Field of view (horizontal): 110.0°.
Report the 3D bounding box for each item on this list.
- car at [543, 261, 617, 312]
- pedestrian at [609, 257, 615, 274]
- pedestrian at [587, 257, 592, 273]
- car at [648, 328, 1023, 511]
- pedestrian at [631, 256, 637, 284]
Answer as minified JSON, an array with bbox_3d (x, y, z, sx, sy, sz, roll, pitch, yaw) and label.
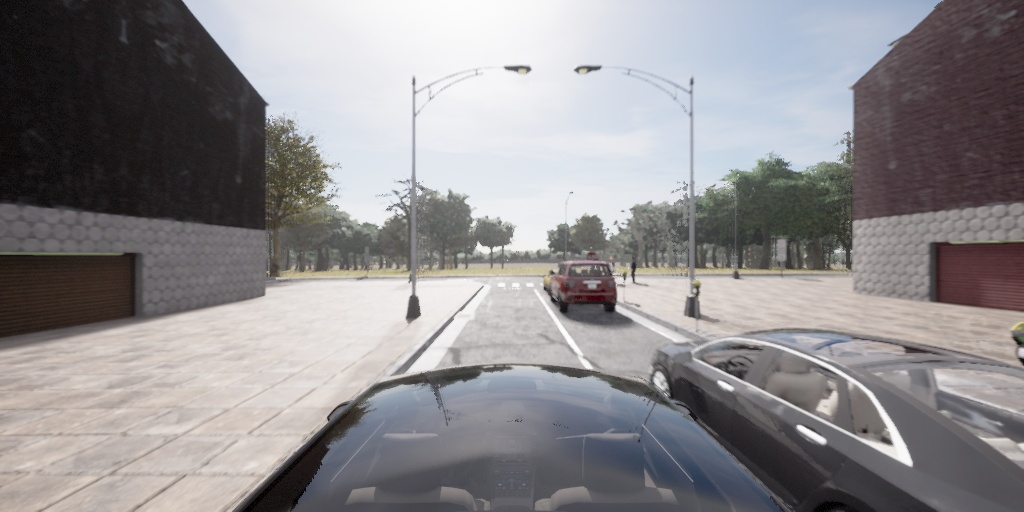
[{"bbox_3d":[2.640,1.084,14.169,2.192,1.841,5.009,0,0,0],"label":"car"},{"bbox_3d":[6.481,0.926,23.147,0.375,1.860,0.375,0,0,0],"label":"pedestrian"},{"bbox_3d":[5.375,0.928,24.348,0.375,1.860,0.375,0,0,0],"label":"pedestrian"},{"bbox_3d":[2.637,1.303,3.078,2.007,1.370,4.403,0,0,0],"label":"car"},{"bbox_3d":[8.015,0.902,23.747,0.375,1.860,0.375,0,0,0],"label":"pedestrian"}]
